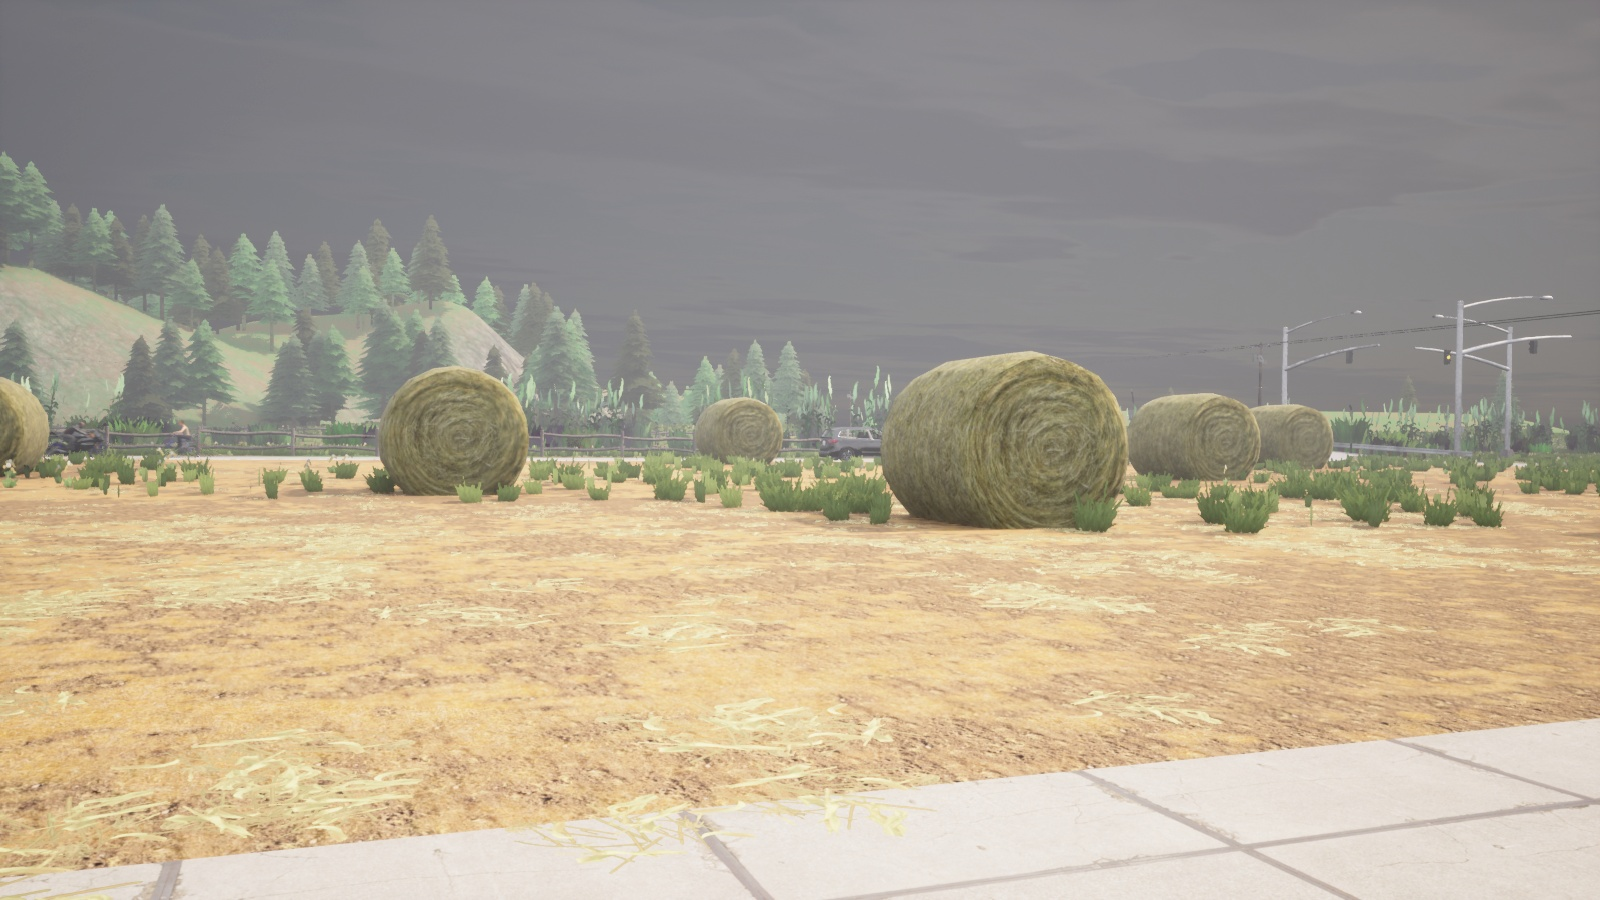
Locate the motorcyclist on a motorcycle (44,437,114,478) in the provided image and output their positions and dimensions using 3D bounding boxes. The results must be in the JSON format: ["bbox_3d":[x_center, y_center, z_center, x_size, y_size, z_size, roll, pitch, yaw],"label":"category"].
[{"bbox_3d":[-28.176,0.282,49.117,2.191,1.530,0.866,-1,1,-17],"label":"motorcyclist on a motorcycle"}]

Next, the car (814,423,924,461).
[{"bbox_3d":[3.201,-0.400,58.616,4.611,1.667,2.242,-1,1,-17],"label":"car"}]

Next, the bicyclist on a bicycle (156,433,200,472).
[{"bbox_3d":[-26.390,0.093,53.308,1.509,1.612,0.866,-1,1,-17],"label":"bicyclist on a bicycle"}]
